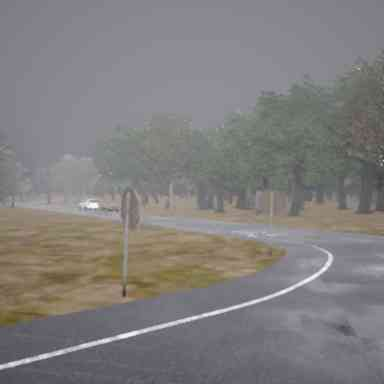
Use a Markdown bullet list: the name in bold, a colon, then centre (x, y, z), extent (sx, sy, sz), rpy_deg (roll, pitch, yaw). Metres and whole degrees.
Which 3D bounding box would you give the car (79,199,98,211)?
- **car**: centre (-18.134, 2.269, 58.538), extent (2.150, 2.045, 5.566), rpy_deg (3, -3, -34)

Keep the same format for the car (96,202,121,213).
- **car**: centre (-12.425, 2.481, 50.236), extent (1.895, 1.301, 4.718), rpy_deg (3, -3, -34)
